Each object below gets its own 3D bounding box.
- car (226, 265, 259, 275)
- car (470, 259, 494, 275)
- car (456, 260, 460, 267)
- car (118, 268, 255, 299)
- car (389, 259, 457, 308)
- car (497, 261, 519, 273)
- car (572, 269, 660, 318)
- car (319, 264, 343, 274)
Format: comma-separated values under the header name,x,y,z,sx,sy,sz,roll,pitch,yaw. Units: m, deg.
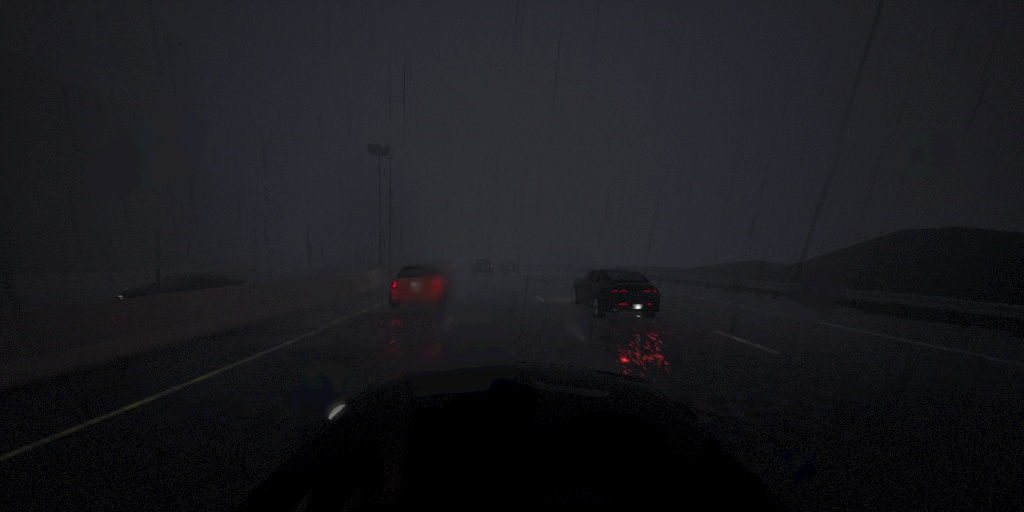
name,x,y,z,sx,sy,sz,roll,pitch,yaw
car,-28.109,1.631,36.729,2.033,1.411,5.357,-1,0,-11
car,-3.290,1.093,38.561,2.097,1.767,4.553,-1,0,-11
car,-7.978,1.148,44.033,2.097,1.767,4.553,-1,0,-13
car,-14.653,1.477,16.446,2.033,1.411,5.357,-1,0,-5
car,-3.788,1.133,15.609,2.097,1.767,4.553,-1,0,-4
car,-0.531,1.260,42.788,1.994,1.385,4.181,-1,0,-13
car,3.441,1.191,12.670,1.837,1.490,4.892,0,0,-4
car,-22.888,1.599,45.462,1.895,1.301,4.718,-1,0,-14
